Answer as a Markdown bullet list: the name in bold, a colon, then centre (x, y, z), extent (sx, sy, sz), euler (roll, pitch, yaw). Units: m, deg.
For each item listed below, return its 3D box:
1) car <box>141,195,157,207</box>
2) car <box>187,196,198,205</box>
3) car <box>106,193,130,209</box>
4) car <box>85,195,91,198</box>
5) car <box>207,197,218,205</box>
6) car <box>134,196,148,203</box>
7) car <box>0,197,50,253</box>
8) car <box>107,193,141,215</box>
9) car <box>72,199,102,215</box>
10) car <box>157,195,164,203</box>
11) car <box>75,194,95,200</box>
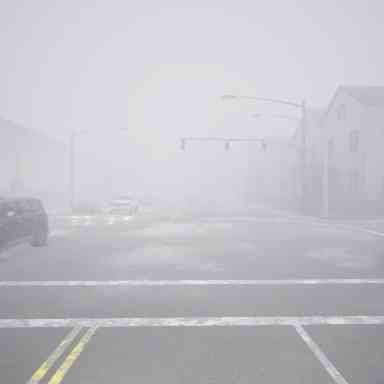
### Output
- **car**: centre (-7.043, 1.504, 51.811), extent (1.837, 1.490, 4.892), euler (0, 0, 0)
- **car**: centre (0.059, 1.491, 58.669), extent (2.128, 1.511, 4.902), euler (0, 0, 0)
- **car**: centre (-10.551, 1.218, 47.888), extent (2.150, 2.045, 5.566), euler (0, 0, 0)
- **car**: centre (-28.095, 1.452, 84.419), extent (2.038, 1.542, 4.974), euler (0, 0, -36)
- **car**: centre (3.558, 1.599, 58.695), extent (1.895, 1.301, 4.718), euler (0, 0, 0)
- **car**: centre (-10.431, 1.549, 68.590), extent (2.033, 1.411, 5.357), euler (0, 0, 0)
- **car**: centre (-7.089, 1.221, 11.830), extent (2.150, 2.045, 5.566), euler (0, 0, 0)
- **car**: centre (-7.066, 1.222, 34.716), extent (2.150, 2.045, 5.566), euler (0, 0, 0)
- **car**: centre (-10.566, 1.564, 33.686), extent (1.994, 1.385, 4.181), euler (0, 0, 0)
- **car**: centre (-6.931, 1.396, 68.994), extent (1.882, 1.535, 5.008), euler (0, 0, 0)
- **car**: centre (-28.880, 1.452, 89.786), extent (2.038, 1.542, 4.974), euler (0, 0, 29)
